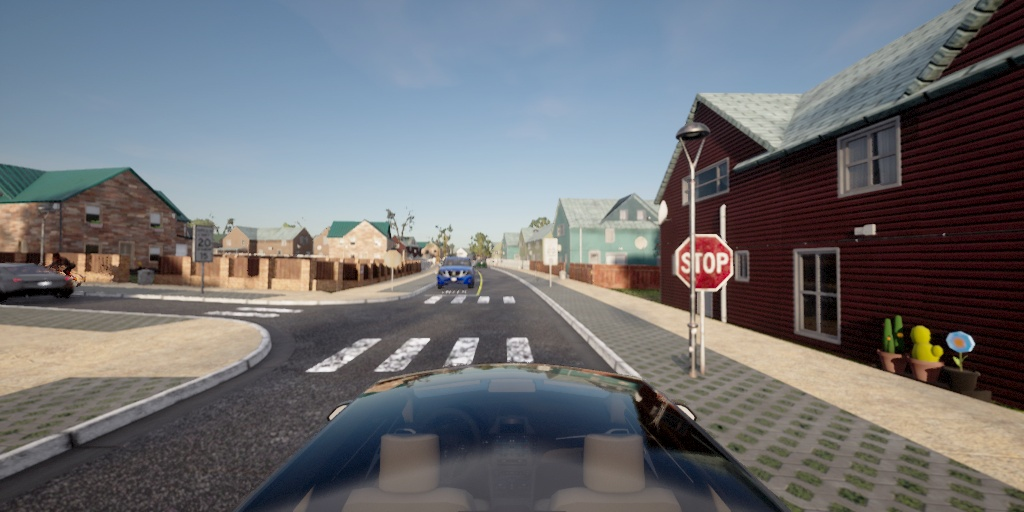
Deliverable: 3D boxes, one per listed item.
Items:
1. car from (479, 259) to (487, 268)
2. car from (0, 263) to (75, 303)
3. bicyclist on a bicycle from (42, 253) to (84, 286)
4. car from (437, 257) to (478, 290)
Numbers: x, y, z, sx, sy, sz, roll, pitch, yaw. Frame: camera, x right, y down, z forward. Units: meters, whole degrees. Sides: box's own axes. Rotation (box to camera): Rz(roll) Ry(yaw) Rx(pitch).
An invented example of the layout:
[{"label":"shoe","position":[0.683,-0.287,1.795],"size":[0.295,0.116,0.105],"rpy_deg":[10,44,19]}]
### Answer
[{"label":"car","position":[-5.687,1.324,64.489],"size":[2.097,1.767,4.553],"rpy_deg":[0,0,-11]},{"label":"car","position":[-19.482,0.961,13.770],"size":[4.181,1.385,1.994],"rpy_deg":[1,-1,9]},{"label":"bicyclist on a bicycle","position":[-21.473,0.692,17.055],"size":[0.582,1.620,1.656],"rpy_deg":[1,0,9]},{"label":"car","position":[-3.622,1.054,23.890],"size":[2.150,2.045,5.566],"rpy_deg":[0,-1,-4]}]
